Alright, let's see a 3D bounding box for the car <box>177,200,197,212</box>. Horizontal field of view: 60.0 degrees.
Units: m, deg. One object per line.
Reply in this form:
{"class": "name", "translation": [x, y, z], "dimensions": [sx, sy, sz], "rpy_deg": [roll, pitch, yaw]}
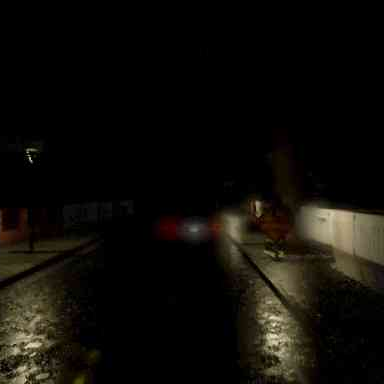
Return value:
{"class": "car", "translation": [-0.638, 1.967, 47.392], "dimensions": [1.882, 1.535, 5.008], "rpy_deg": [0, -1, 9]}

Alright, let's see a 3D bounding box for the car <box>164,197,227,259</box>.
{"class": "car", "translation": [0.129, 1.336, 13.236], "dimensions": [2.150, 2.045, 5.566], "rpy_deg": [0, 0, 1]}

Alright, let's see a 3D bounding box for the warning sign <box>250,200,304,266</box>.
{"class": "warning sign", "translation": [2.535, 1.200, 10.101], "dimensions": [1.300, 1.860, 1.060], "rpy_deg": [-1, -2, 0]}

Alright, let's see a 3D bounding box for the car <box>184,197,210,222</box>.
{"class": "car", "translation": [0.528, 1.513, 30.778], "dimensions": [2.150, 2.045, 5.566], "rpy_deg": [0, -1, 3]}
